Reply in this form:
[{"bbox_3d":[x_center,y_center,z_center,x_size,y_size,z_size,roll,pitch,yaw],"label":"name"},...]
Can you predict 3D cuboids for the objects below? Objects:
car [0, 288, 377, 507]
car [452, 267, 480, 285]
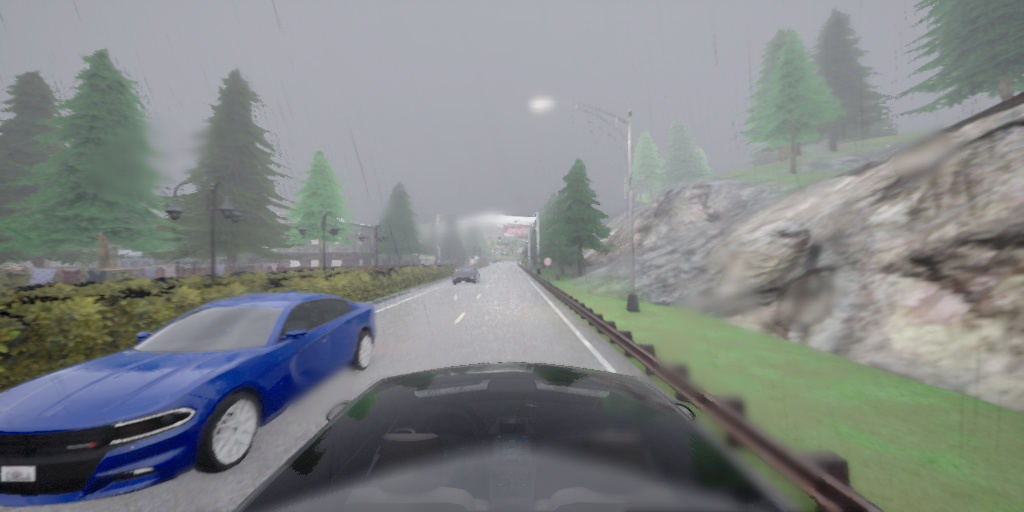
[{"bbox_3d":[-3.605,1.306,5.108,1.882,1.535,5.008,-1,0,0],"label":"car"},{"bbox_3d":[-3.677,1.592,29.611,2.033,1.411,5.357,-1,-1,0],"label":"car"}]
